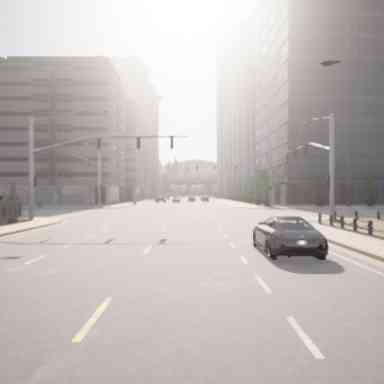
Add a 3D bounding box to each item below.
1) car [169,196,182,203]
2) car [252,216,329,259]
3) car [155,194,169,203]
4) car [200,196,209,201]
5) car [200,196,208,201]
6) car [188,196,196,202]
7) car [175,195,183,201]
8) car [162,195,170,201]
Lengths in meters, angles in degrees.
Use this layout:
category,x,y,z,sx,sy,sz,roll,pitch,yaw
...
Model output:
category,x,y,z,sx,sy,sz,roll,pitch,yaw
car,-3.539,1.671,74.316,1.837,1.490,4.892,0,0,0
car,3.539,1.594,12.667,1.994,1.385,4.181,0,0,0
car,-7.039,1.396,74.288,2.150,2.045,5.566,0,0,0
car,3.455,1.692,86.454,1.837,1.490,4.892,0,0,0
car,3.450,1.748,95.398,1.994,1.385,4.181,0,0,0
car,-0.045,1.668,85.895,1.882,1.535,5.008,0,0,0
car,-3.547,1.669,89.971,1.882,1.535,5.008,0,0,0
car,-7.047,1.669,89.969,1.882,1.535,5.008,0,0,0
